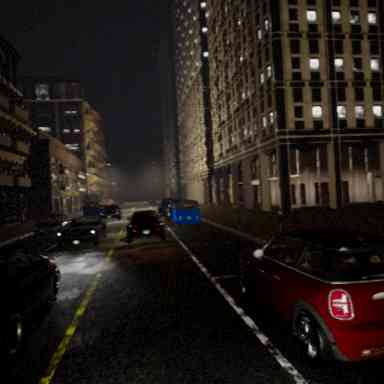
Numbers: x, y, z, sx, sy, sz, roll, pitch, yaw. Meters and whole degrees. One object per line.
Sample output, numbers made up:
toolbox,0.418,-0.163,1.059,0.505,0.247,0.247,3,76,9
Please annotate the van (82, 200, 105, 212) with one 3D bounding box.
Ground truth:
van,-11.375,2.030,37.970,1.690,1.788,3.998,-3,0,-9

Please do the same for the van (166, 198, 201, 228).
van,-0.501,1.404,22.518,1.690,1.788,3.998,-3,0,-9

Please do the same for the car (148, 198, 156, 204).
car,-10.911,2.348,89.491,1.947,1.339,4.313,-3,0,-9

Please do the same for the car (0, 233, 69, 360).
car,-3.759,1.779,5.937,1.994,1.385,4.181,-3,0,-9

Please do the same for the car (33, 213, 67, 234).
car,-8.758,2.066,21.227,2.008,1.369,4.403,-3,0,-9

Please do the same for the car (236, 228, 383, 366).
car,2.111,1.332,5.775,1.967,1.590,4.097,-3,0,-9

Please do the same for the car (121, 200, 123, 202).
car,-16.574,2.598,71.456,2.008,1.369,4.403,-3,0,-9

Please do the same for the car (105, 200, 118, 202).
car,-13.982,2.182,54.714,2.192,1.841,5.009,-3,0,-9

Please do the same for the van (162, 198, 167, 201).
van,-2.238,1.519,33.681,1.690,1.788,3.998,-3,0,-9

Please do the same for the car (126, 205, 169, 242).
car,-2.453,1.689,17.562,1.812,1.442,4.674,-3,0,-9

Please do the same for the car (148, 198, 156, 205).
car,-9.174,2.238,78.329,1.802,1.307,4.206,-3,0,-9

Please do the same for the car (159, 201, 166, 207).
car,-1.358,1.670,28.099,2.008,1.369,4.403,-3,0,-9

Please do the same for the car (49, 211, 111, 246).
car,-5.458,1.927,16.863,1.895,1.301,4.718,-3,0,-9

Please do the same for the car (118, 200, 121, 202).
car,-15.705,2.553,65.876,1.947,1.339,4.313,-3,0,-9

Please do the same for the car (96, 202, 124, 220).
car,-7.886,2.013,32.657,1.812,1.442,4.674,-3,0,-8

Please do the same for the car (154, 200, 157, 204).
car,-3.095,1.802,39.261,1.947,1.339,4.313,-3,0,-9
